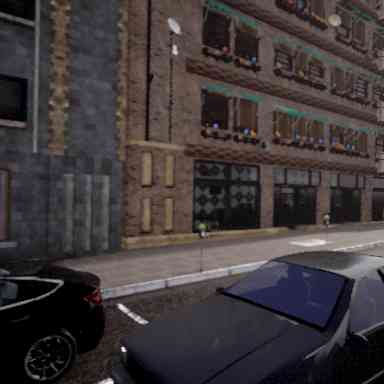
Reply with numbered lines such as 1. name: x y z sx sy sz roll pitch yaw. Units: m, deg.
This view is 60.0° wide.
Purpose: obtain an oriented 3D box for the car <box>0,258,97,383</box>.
1. car: -3.163 1.566 3.824 4.313 1.339 1.947 0 1 -36

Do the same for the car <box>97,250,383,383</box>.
1. car: 1.767 1.549 4.329 5.357 1.411 2.033 0 0 -36
